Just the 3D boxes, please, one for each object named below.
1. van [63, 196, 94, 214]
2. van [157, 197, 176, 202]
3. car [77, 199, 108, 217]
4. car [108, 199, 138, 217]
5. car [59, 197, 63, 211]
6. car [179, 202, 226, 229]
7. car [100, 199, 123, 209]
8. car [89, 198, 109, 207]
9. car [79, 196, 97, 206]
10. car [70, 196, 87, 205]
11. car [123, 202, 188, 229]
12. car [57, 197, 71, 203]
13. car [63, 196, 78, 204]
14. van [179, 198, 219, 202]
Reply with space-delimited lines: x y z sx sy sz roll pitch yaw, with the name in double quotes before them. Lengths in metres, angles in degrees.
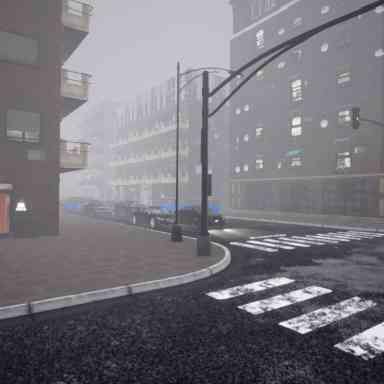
"van" -12.017 1.361 35.381 1.690 1.788 3.998 1 -1 -35
"van" -2.354 1.449 35.265 1.690 1.788 3.998 1 -1 -35
"car" -8.836 1.591 30.779 1.802 1.307 4.206 1 -1 -35
"car" -5.546 1.528 30.359 2.128 1.511 4.902 1 -1 -35
"car" -15.202 1.580 39.980 2.008 1.369 4.403 1 -1 -35
"car" 0.358 1.581 21.823 1.994 1.385 4.181 1 -1 -35
"car" -11.905 1.683 49.064 1.887 1.381 4.507 1 -1 -35
"car" -15.088 1.729 53.664 1.802 1.307 4.206 1 -1 -35
"car" -18.270 1.597 58.266 1.967 1.590 4.097 1 -1 -35
"car" -21.453 1.605 62.866 1.967 1.590 4.097 1 -1 -35
"car" -2.470 1.539 21.579 2.008 1.369 4.403 1 -1 -35
"car" -27.820 1.727 72.067 1.887 1.381 4.507 1 -1 -35
"car" -24.636 1.614 67.467 1.967 1.590 4.097 1 -1 -35
"van" 0.829 1.439 30.664 1.690 1.788 3.998 1 -1 -35
